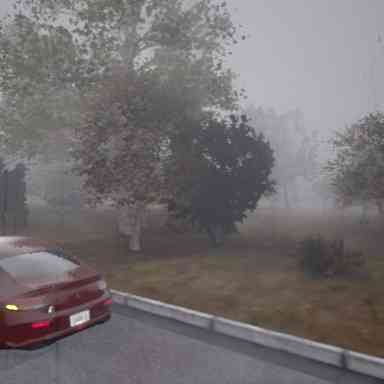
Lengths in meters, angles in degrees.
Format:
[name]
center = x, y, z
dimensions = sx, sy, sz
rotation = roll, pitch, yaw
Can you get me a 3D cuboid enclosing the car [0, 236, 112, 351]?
[car]
center = -3.368, 1.510, 5.781
dimensions = 4.674, 1.442, 1.812
rotation = 0, 0, 36
